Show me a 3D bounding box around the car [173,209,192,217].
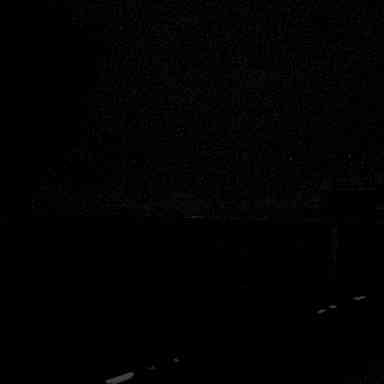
[{"bbox_3d":[-1.899,3.821,61.547,1.812,1.442,4.674,1,-3,-35],"label":"car"}]
